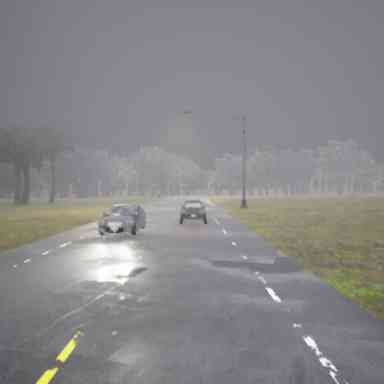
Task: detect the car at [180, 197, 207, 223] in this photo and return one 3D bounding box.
[{"bbox_3d":[0.094,1.351,23.817,1.812,1.442,4.674,0,1,0],"label":"car"}]

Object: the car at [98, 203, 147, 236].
[{"bbox_3d":[-3.567,1.383,17.763,2.128,1.511,4.902,0,1,0],"label":"car"}]
